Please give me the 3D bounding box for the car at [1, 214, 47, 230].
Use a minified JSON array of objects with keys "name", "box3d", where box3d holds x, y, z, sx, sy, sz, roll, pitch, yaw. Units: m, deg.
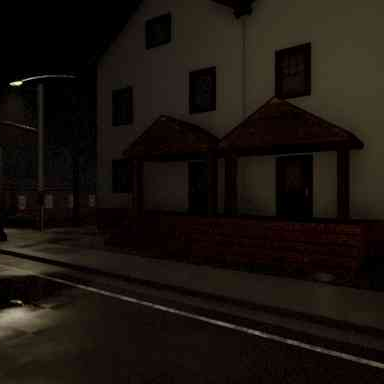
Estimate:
[{"name":"car","box3d":[-15.188,2.537,28.795,1.895,1.301,4.718,0,-9,36]}]
